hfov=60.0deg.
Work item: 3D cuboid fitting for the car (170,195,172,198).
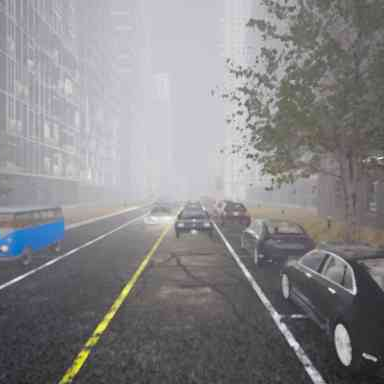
[{"bbox_3d":[-5.622,1.439,68.048,1.802,1.307,4.206,0,0,0],"label":"car"}]

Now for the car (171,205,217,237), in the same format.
[{"bbox_3d":[0.103,1.574,17.861,1.895,1.301,4.718,0,0,0],"label":"car"}]

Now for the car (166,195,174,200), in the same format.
[{"bbox_3d":[-5.604,1.367,85.126,1.947,1.339,4.313,0,0,0],"label":"car"}]

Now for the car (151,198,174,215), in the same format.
[{"bbox_3d":[-2.970,1.548,32.993,1.895,1.301,4.718,0,0,0],"label":"car"}]

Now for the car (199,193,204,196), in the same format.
[{"bbox_3d":[2.759,1.410,68.032,1.947,1.339,4.313,0,0,0],"label":"car"}]

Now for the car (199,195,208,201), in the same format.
[{"bbox_3d":[2.771,1.373,79.416,1.947,1.339,4.313,0,0,0],"label":"car"}]

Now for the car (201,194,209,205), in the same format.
[{"bbox_3d":[2.741,1.440,50.955,1.887,1.381,4.507,0,0,0],"label":"car"}]

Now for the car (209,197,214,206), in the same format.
[{"bbox_3d":[2.717,1.388,28.185,1.967,1.590,4.097,0,0,0],"label":"car"}]

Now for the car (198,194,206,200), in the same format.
[{"bbox_3d":[2.782,1.334,90.800,1.947,1.339,4.313,0,0,0],"label":"car"}]

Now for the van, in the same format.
[{"bbox_3d":[-5.681,1.336,11.120,1.690,1.788,3.998,0,0,0],"label":"van"}]

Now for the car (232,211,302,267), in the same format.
[{"bbox_3d":[2.700,1.532,11.108,2.008,1.369,4.403,0,0,0],"label":"car"}]

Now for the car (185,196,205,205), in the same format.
[{"bbox_3d":[0.133,1.494,38.837,1.994,1.385,4.181,0,0,0],"label":"car"}]

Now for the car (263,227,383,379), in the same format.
[{"bbox_3d":[2.694,1.541,5.415,2.008,1.369,4.403,0,0,0],"label":"car"}]

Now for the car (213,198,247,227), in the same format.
[{"bbox_3d":[2.712,1.400,22.493,1.967,1.590,4.097,0,0,0],"label":"car"}]

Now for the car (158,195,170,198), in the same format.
[{"bbox_3d":[-5.627,1.420,62.355,1.887,1.381,4.507,0,0,0],"label":"car"}]

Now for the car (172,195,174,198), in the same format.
[{"bbox_3d":[-5.610,1.365,79.433,1.887,1.381,4.507,0,0,0],"label":"car"}]
